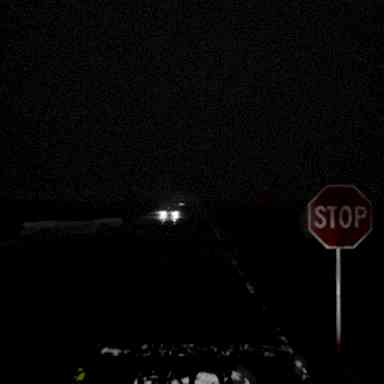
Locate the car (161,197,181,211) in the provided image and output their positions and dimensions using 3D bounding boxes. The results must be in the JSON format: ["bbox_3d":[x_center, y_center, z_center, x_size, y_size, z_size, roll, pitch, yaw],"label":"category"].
[{"bbox_3d":[-2.776,1.598,41.512,1.895,1.301,4.718,0,0,0],"label":"car"}]

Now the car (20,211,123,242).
[{"bbox_3d":[-6.070,1.675,16.926,4.718,1.301,1.895,-2,0,-35],"label":"car"}]

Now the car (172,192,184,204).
[{"bbox_3d":[-2.792,1.095,65.982,2.150,2.045,5.566,0,0,0],"label":"car"}]
